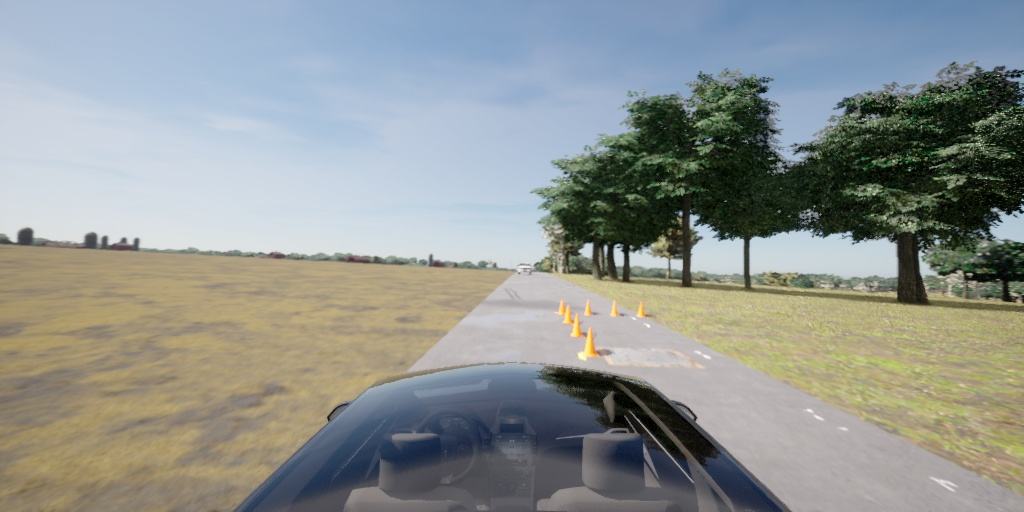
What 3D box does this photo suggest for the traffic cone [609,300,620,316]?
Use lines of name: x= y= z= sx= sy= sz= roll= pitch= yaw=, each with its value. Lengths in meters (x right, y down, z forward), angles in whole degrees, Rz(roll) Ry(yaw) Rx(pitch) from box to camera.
traffic cone: x=3.906 y=1.975 z=13.655 sx=0.340 sy=0.580 sz=0.340 roll=0 pitch=0 yaw=2

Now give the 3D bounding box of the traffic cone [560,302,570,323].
traffic cone: x=1.832 y=1.890 z=11.734 sx=0.340 sy=0.580 sz=0.340 roll=0 pitch=0 yaw=2

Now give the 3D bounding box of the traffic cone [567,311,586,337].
traffic cone: x=1.755 y=1.861 z=9.736 sx=0.340 sy=0.580 sz=0.340 roll=0 pitch=0 yaw=2

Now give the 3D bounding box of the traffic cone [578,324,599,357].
traffic cone: x=1.678 y=1.832 z=7.738 sx=0.340 sy=0.580 sz=0.340 roll=0 pitch=0 yaw=2

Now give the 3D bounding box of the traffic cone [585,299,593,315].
traffic cone: x=2.908 y=1.949 z=13.694 sx=0.340 sy=0.580 sz=0.340 roll=0 pitch=0 yaw=2

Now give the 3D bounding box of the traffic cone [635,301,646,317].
traffic cone: x=4.903 y=2.002 z=13.617 sx=0.340 sy=0.580 sz=0.340 roll=0 pitch=0 yaw=2

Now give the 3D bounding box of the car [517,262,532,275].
car: x=2.108 y=2.047 z=59.442 sx=2.150 sy=2.045 sz=5.566 roll=2 pitch=-1 yaw=2

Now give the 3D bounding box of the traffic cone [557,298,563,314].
traffic cone: x=1.909 y=1.922 z=13.733 sx=0.340 sy=0.580 sz=0.340 roll=0 pitch=0 yaw=2
